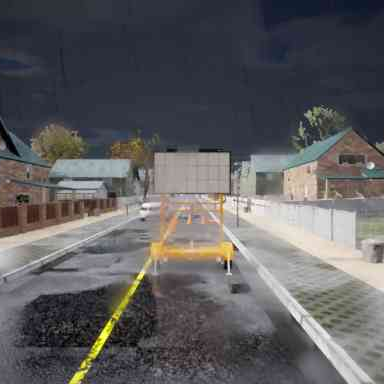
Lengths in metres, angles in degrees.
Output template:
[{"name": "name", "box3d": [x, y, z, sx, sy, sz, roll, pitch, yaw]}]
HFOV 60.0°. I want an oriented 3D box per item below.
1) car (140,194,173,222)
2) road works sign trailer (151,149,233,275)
[{"name": "car", "box3d": [-2.744, 1.227, 26.682, 2.150, 2.045, 5.566, 0, 0, 0]}, {"name": "road works sign trailer", "box3d": [0.002, 0.467, 10.417, 2.380, 3.560, 2.880, 0, 0, 0]}]
